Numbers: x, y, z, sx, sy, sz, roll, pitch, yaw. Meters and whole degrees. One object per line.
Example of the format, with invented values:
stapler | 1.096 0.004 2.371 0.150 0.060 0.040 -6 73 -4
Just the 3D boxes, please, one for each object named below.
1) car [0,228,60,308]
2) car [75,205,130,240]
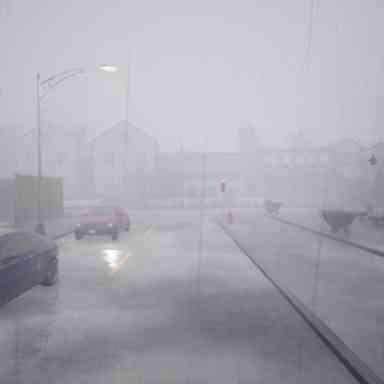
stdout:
car | -4.174 1.507 6.572 1.812 1.442 4.674 -1 0 0
car | -4.268 1.419 16.545 1.812 1.442 4.674 -1 1 0
